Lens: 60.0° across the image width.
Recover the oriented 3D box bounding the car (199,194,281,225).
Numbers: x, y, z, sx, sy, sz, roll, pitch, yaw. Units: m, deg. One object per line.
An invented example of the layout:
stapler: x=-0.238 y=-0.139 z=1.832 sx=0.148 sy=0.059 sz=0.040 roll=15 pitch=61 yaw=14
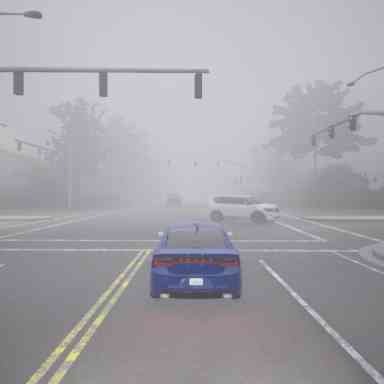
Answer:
car: x=3.646 y=1.221 z=24.438 sx=5.566 sy=2.045 sz=2.150 roll=0 pitch=1 yaw=35

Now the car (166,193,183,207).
car: x=-2.820 y=1.222 z=51.494 sx=2.150 sy=2.045 sz=5.566 roll=0 pitch=0 yaw=-2

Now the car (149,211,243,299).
car: x=0.086 y=1.478 z=8.515 sx=1.882 sy=1.535 sz=5.008 roll=0 pitch=0 yaw=0
